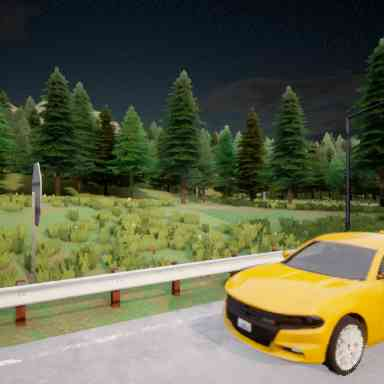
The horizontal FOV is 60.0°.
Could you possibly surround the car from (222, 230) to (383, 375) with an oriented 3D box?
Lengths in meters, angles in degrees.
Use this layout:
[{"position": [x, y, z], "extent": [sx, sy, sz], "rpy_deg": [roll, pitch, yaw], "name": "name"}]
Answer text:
[{"position": [2.809, 1.478, 5.715], "extent": [5.008, 1.535, 1.882], "rpy_deg": [0, 0, -32], "name": "car"}]
